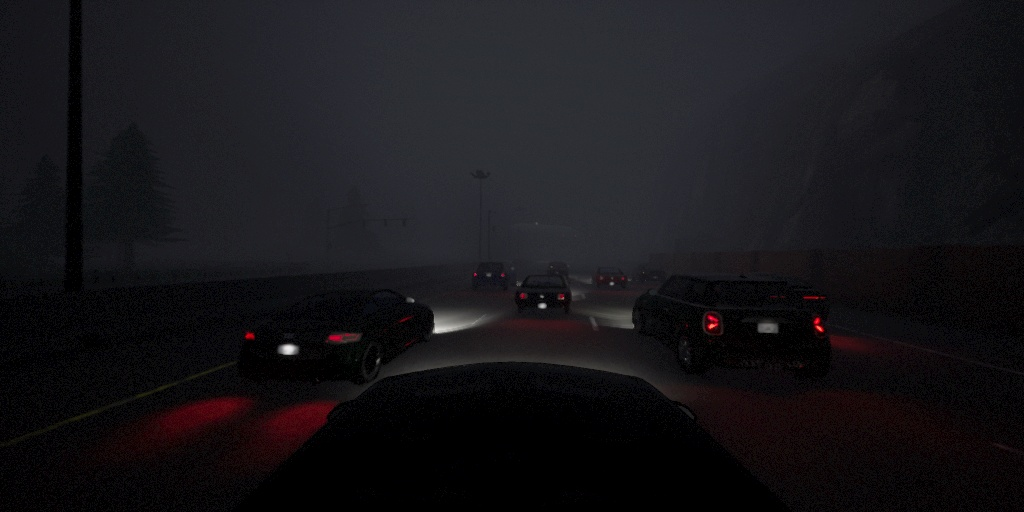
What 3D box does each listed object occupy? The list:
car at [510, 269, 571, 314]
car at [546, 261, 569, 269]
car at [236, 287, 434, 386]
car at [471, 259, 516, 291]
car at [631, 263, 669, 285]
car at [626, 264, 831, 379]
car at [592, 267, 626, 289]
[{"bbox_3d":[1.313,1.349,13.931,1.895,1.301,4.718,0,0,8],"label":"car"},{"bbox_3d":[4.070,1.230,31.975,1.882,1.535,5.008,0,0,9],"label":"car"},{"bbox_3d":[-2.982,1.285,7.041,1.994,1.385,4.181,0,0,5],"label":"car"},{"bbox_3d":[-0.978,1.075,22.035,2.097,1.767,4.553,0,0,9],"label":"car"},{"bbox_3d":[10.495,1.332,27.635,1.812,1.442,4.674,0,0,9],"label":"car"},{"bbox_3d":[4.106,1.128,7.624,2.097,1.767,4.553,0,0,5],"label":"car"},{"bbox_3d":[6.357,1.379,23.802,1.895,1.301,4.718,0,0,9],"label":"car"}]
